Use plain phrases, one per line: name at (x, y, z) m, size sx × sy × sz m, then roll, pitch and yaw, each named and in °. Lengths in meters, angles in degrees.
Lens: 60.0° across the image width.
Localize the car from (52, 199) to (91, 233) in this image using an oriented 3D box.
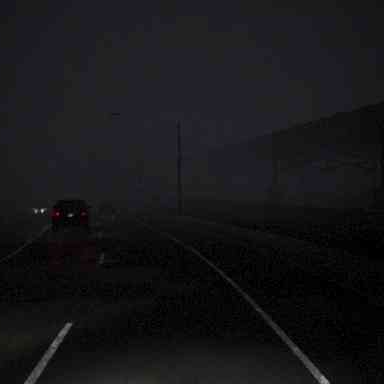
car at (-7.854, 1.483, 21.789) m, size 2.150 × 2.045 × 5.566 m, roll 0°, pitch -1°, yaw -18°

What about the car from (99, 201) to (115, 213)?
car at (-11.393, 2.005, 44.380) m, size 2.128 × 1.511 × 4.902 m, roll 0°, pitch 0°, yaw -18°

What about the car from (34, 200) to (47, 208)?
car at (-28.068, 2.245, 61.796) m, size 2.128 × 1.511 × 4.902 m, roll 0°, pitch 0°, yaw -18°
